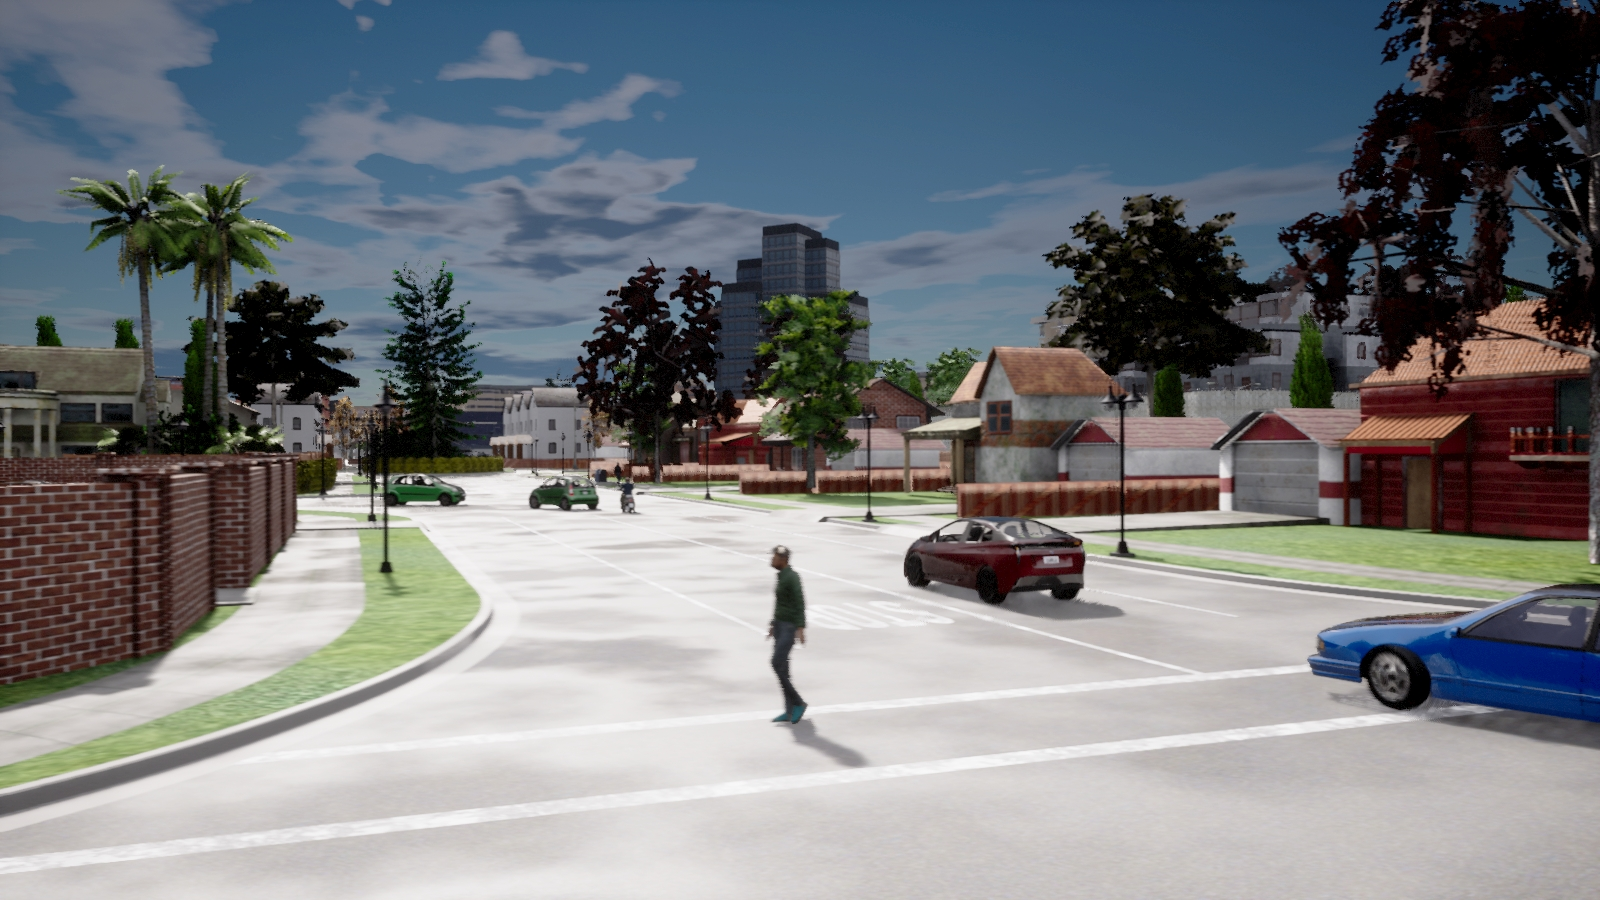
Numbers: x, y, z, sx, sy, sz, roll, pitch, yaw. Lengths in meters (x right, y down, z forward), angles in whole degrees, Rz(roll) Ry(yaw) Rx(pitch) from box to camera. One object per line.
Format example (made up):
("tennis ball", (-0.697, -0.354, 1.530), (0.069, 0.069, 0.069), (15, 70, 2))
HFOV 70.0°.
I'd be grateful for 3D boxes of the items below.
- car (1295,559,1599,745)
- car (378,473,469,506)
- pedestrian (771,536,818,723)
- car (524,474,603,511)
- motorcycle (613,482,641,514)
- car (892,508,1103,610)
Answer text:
("car", (8.118, 2.059, 11.567), (2.033, 1.411, 5.357), (0, 0, -40))
("car", (-19.005, 1.990, 57.821), (3.988, 1.617, 1.851), (0, 0, 0))
("pedestrian", (-0.057, 1.844, 11.836), (0.375, 1.860, 0.375), (0, 0, -20))
("car", (-11.455, 2.029, 55.152), (1.851, 1.617, 3.988), (0, 0, -45))
("motorcycle", (-7.826, 2.147, 51.659), (0.856, 1.341, 1.805), (0, 0, -22))
("car", (3.698, 2.019, 22.300), (2.007, 1.525, 4.514), (0, 0, -21))
